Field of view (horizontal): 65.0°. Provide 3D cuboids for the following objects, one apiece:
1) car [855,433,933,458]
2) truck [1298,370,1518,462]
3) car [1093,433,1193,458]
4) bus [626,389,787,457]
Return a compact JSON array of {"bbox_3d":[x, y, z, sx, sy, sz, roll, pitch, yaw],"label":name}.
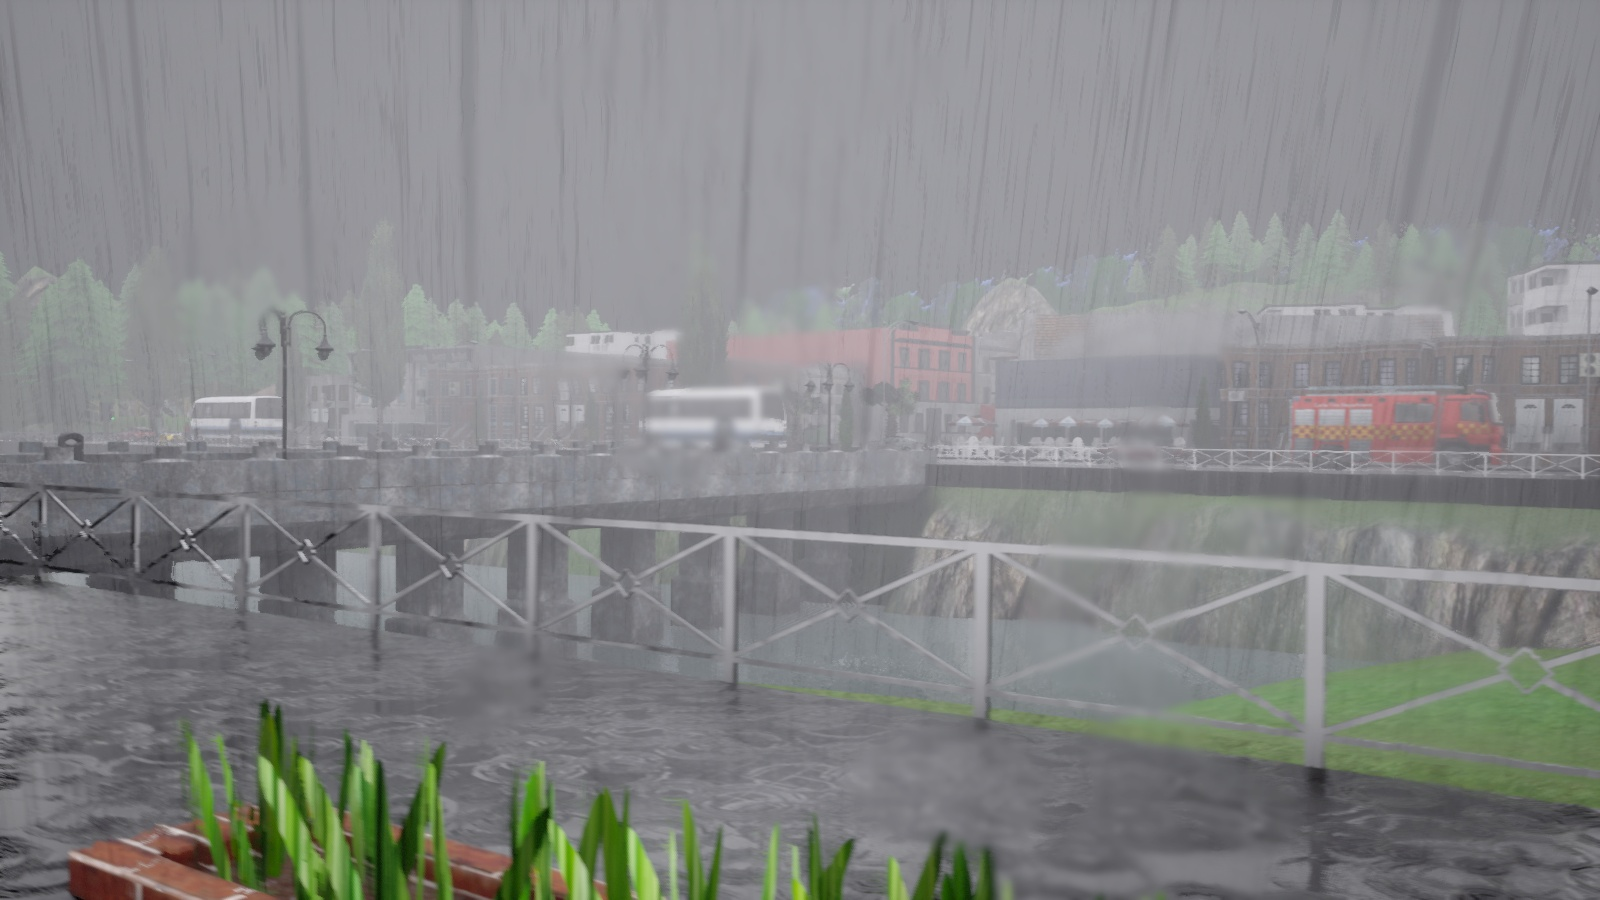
[{"bbox_3d":[5.574,-0.273,74.537,4.181,1.385,1.994,0,1,35],"label":"car"},{"bbox_3d":[26.828,-1.436,55.628,8.468,3.827,2.891,0,1,34],"label":"truck"},{"bbox_3d":[18.091,-0.236,66.256,4.718,1.301,1.895,0,1,34],"label":"car"},{"bbox_3d":[-6.224,-1.713,82.376,10.273,4.253,3.944,0,1,34],"label":"bus"}]
